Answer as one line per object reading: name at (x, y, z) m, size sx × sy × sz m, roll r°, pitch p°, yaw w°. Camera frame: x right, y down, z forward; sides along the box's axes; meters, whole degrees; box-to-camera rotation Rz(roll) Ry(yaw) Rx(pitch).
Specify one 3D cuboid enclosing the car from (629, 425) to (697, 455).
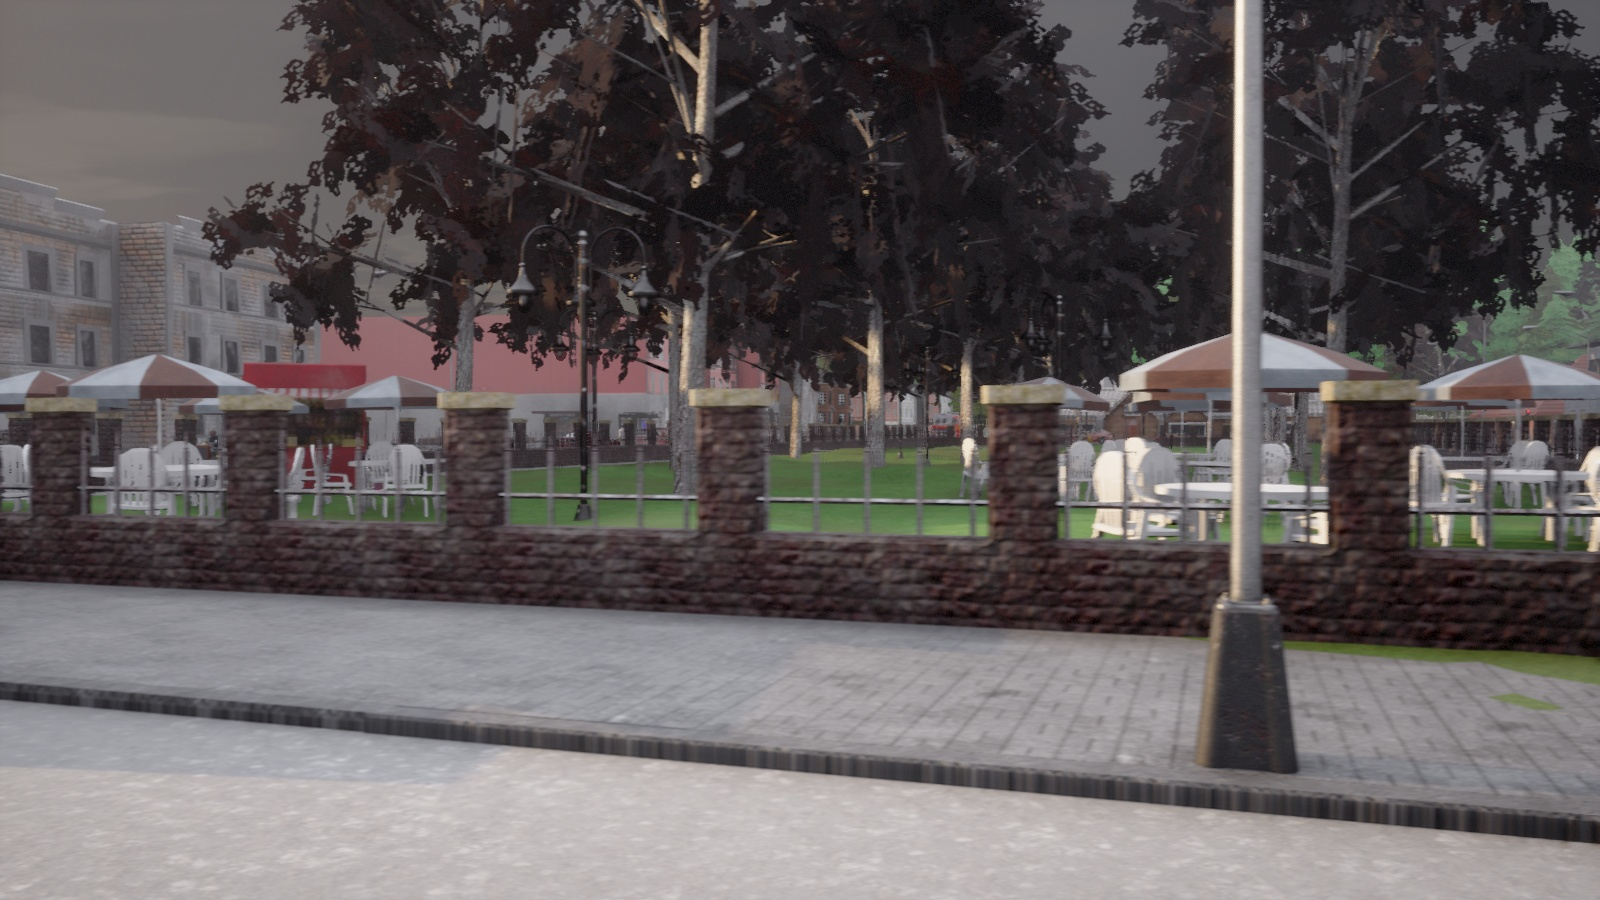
car at (-7.954, -0.591, 73.458) m, size 2.242 × 1.667 × 4.611 m, roll 1°, pitch 1°, yaw 19°

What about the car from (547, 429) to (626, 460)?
car at (-10.912, -0.328, 64.665) m, size 1.882 × 1.535 × 5.008 m, roll 1°, pitch 1°, yaw 18°
